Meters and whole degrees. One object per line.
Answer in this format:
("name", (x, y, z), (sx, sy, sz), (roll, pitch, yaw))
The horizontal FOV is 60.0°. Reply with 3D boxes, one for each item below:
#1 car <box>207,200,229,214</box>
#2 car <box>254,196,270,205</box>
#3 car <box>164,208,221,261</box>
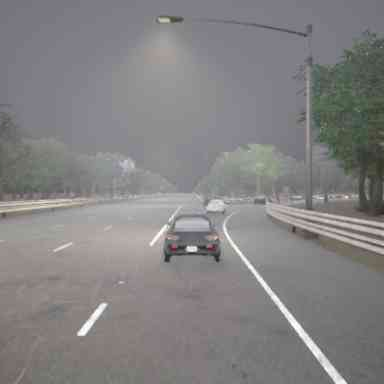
("car", (2.731, 1.515, 34.736), (1.812, 1.442, 4.674), (0, 0, 14))
("car", (12.341, 1.451, 57.830), (1.882, 1.535, 5.008), (0, 0, 31))
("car", (0.015, 1.527, 12.186), (1.812, 1.442, 4.674), (0, 0, 0))
